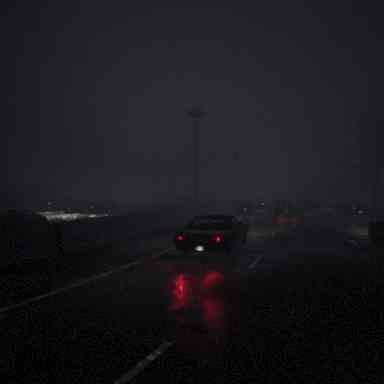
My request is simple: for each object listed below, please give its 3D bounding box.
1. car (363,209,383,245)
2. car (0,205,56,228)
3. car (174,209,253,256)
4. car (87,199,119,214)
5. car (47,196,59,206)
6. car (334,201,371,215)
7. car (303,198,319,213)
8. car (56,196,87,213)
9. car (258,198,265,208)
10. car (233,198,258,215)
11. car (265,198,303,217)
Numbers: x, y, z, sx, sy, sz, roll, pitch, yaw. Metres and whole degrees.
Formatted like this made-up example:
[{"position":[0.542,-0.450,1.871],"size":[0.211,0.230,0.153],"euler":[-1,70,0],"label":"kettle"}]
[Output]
[{"position":[8.315,1.567,13.060],"size":[1.895,1.301,4.718],"euler":[0,0,18],"label":"car"},{"position":[-9.168,1.544,16.518],"size":[1.994,1.385,4.181],"euler":[0,0,19],"label":"car"},{"position":[0.997,1.575,13.160],"size":[1.895,1.301,4.718],"euler":[0,0,19],"label":"car"},{"position":[-8.937,1.472,34.589],"size":[1.812,1.442,4.674],"euler":[0,0,4],"label":"car"},{"position":[-15.748,1.296,40.229],"size":[2.097,1.767,4.553],"euler":[0,0,-2],"label":"car"},{"position":[15.614,1.523,32.738],"size":[1.895,1.301,4.718],"euler":[0,0,4],"label":"car"},{"position":[12.290,1.397,36.298],"size":[1.882,1.535,5.008],"euler":[0,-1,3],"label":"car"},{"position":[-12.325,1.439,35.997],"size":[2.128,1.511,4.902],"euler":[0,0,2],"label":"car"},{"position":[8.714,1.474,43.368],"size":[1.994,1.385,4.181],"euler":[0,0,-3],"label":"car"},{"position":[5.170,1.459,33.460],"size":[1.812,1.442,4.674],"euler":[0,0,4],"label":"car"},{"position":[8.400,1.425,30.814],"size":[2.128,1.511,4.902],"euler":[0,0,7],"label":"car"}]
